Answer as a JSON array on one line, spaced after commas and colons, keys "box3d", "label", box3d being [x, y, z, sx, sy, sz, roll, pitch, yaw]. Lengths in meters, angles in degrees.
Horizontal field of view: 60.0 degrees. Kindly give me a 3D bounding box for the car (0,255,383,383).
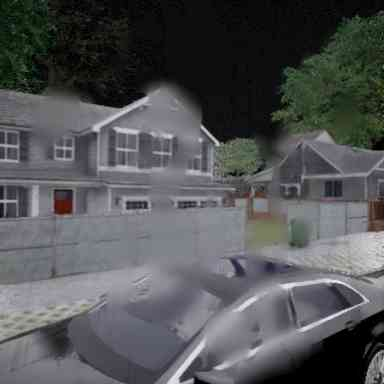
[{"box3d": [0.206, 1.479, 3.213, 4.902, 1.511, 2.128, 0, 0, -35], "label": "car"}]
